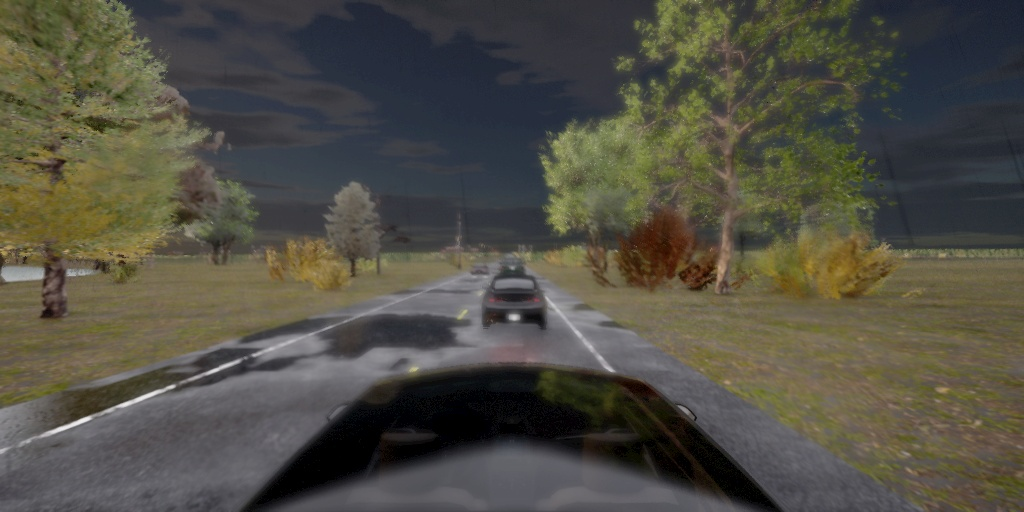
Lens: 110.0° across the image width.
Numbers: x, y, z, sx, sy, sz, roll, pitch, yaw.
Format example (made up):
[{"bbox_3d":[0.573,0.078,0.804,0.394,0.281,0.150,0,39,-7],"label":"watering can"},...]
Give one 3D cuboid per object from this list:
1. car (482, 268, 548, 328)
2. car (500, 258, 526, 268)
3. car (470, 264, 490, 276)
[{"bbox_3d":[0.077,1.324,11.619,1.837,1.490,4.892,0,0,0],"label":"car"},{"bbox_3d":[0.098,1.168,32.344,2.150,2.045,5.566,0,0,0],"label":"car"},{"bbox_3d":[-3.590,1.558,41.175,1.994,1.385,4.181,0,0,0],"label":"car"}]
